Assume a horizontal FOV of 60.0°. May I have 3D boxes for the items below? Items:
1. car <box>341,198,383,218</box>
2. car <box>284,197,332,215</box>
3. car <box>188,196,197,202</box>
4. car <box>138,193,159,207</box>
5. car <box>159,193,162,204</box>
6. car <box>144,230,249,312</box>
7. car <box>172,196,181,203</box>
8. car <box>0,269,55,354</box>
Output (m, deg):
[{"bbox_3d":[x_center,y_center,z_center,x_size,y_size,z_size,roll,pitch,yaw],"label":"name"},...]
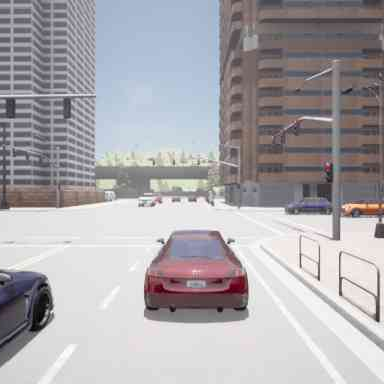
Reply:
[{"bbox_3d":[15.563,1.351,29.616,4.553,1.767,2.097,0,0,1],"label":"car"},{"bbox_3d":[11.593,1.351,33.203,4.553,1.767,2.097,0,0,2],"label":"car"},{"bbox_3d":[0.114,1.522,73.412,2.128,1.511,4.902,0,0,0],"label":"car"},{"bbox_3d":[-7.014,1.219,52.173,2.150,2.045,5.566,0,0,0],"label":"car"},{"bbox_3d":[-6.954,1.217,63.621,2.150,2.045,5.566,0,0,1],"label":"car"},{"bbox_3d":[0.092,1.564,7.775,1.994,1.385,4.181,0,0,0],"label":"car"},{"bbox_3d":[-3.356,1.539,71.955,2.033,1.411,5.357,0,0,0],"label":"car"},{"bbox_3d":[-3.434,1.564,4.207,1.994,1.385,4.181,0,0,1],"label":"car"}]
